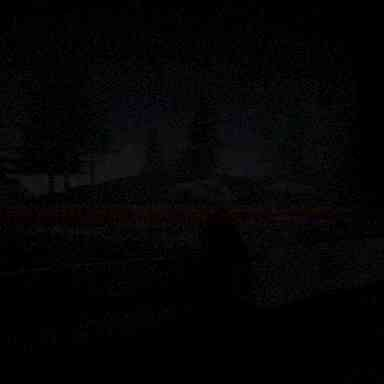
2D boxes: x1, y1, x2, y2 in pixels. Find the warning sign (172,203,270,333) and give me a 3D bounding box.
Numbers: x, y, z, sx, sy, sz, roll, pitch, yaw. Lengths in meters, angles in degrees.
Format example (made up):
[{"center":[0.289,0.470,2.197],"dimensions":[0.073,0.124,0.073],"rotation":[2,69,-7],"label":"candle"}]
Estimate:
[{"center":[0.460,1.140,5.687],"dimensions":[1.060,1.860,1.300],"rotation":[1,-1,-34],"label":"warning sign"}]
